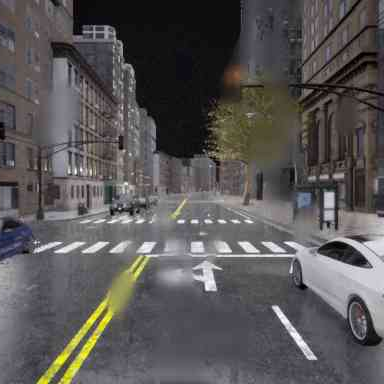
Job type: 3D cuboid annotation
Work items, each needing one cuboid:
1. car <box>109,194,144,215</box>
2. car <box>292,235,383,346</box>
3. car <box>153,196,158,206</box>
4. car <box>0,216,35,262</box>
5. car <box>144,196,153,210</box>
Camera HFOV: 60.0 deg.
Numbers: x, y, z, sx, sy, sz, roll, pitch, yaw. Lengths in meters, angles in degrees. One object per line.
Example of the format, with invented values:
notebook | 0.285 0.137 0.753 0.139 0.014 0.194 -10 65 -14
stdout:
car | -6.601 1.197 33.322 2.150 2.045 5.566 0 0 1
car | 3.344 1.524 6.212 1.812 1.442 4.674 0 0 0
car | -6.639 1.420 53.751 2.128 1.511 4.902 0 0 0
car | -6.526 1.522 10.567 1.812 1.442 4.674 1 0 -6
car | -6.638 1.436 43.433 1.882 1.535 5.008 0 0 0
